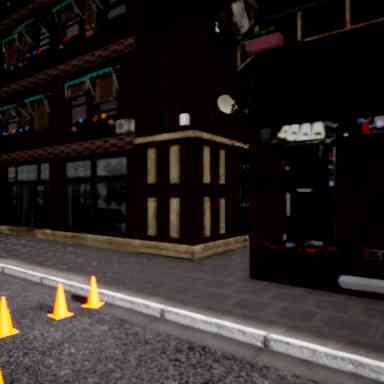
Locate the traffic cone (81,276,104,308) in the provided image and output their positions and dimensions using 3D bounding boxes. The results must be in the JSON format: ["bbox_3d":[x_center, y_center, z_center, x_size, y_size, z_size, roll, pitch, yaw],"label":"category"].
[{"bbox_3d":[-2.006,1.995,6.747,0.340,0.580,0.340,0,0,11],"label":"traffic cone"}]

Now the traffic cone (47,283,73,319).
[{"bbox_3d":[-2.446,1.991,6.175,0.340,0.580,0.340,0,0,36],"label":"traffic cone"}]

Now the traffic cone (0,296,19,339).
[{"bbox_3d":[-3.033,1.985,5.365,0.340,0.580,0.340,0,0,36],"label":"traffic cone"}]

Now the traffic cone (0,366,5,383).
[{"bbox_3d":[-1.998,1.975,3.383,0.340,0.580,0.340,0,0,36],"label":"traffic cone"}]
